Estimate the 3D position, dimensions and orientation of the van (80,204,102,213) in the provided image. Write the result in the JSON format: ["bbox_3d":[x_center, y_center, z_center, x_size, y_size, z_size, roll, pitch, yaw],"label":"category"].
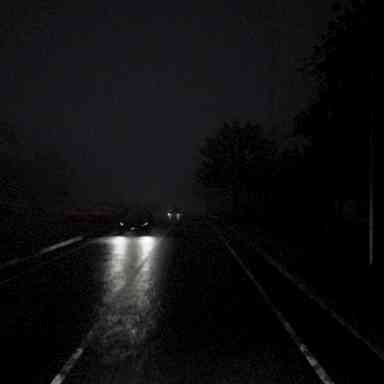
[{"bbox_3d":[-23.431,3.849,77.006,4.442,1.987,1.878,0,-3,0],"label":"van"}]

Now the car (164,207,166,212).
[{"bbox_3d":[-10.031,4.731,88.044,5.366,1.575,1.946,0,-3,0],"label":"car"}]

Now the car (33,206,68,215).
[{"bbox_3d":[-23.343,3.014,55.002,5.008,1.535,2.097,0,-2,0],"label":"car"}]

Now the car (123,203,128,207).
[{"bbox_3d":[-10.300,2.293,38.158,5.008,1.535,2.097,0,-2,0],"label":"car"}]

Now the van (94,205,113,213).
[{"bbox_3d":[-23.413,4.508,88.067,4.442,1.987,1.878,0,-3,0],"label":"van"}]

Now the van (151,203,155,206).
[{"bbox_3d":[-10.134,3.262,65.899,4.442,1.987,1.878,0,-2,0],"label":"van"}]

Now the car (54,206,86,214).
[{"bbox_3d":[-23.150,3.372,63.306,5.366,1.575,1.946,0,-2,0],"label":"car"}]

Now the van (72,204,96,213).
[{"bbox_3d":[-23.206,3.519,71.467,4.442,1.987,1.878,0,-3,0],"label":"van"}]

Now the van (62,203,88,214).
[{"bbox_3d":[-23.214,3.270,66.081,4.442,1.987,1.878,0,-2,0],"label":"van"}]

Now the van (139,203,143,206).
[{"bbox_3d":[-10.389,2.660,52.032,4.442,1.987,1.878,0,-2,0],"label":"van"}]

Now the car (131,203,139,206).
[{"bbox_3d":[-10.257,2.273,43.712,5.566,2.045,2.435,0,-2,0],"label":"car"}]

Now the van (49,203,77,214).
[{"bbox_3d":[-23.456,3.029,60.547,4.442,1.987,1.878,0,-2,0],"label":"van"}]

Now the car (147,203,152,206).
[{"bbox_3d":[-10.230,3.276,60.340,4.792,1.488,2.163,0,-3,0],"label":"car"}]

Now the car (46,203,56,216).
[{"bbox_3d":[-23.325,2.648,49.472,4.553,1.767,2.185,0,-3,0],"label":"car"}]

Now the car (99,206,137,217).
[{"bbox_3d":[-10.311,2.674,46.474,4.792,1.488,2.163,0,-2,0],"label":"car"}]

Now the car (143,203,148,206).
[{"bbox_3d":[-10.274,3.006,54.796,5.008,1.535,2.097,0,-2,0],"label":"car"}]

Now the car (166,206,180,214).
[{"bbox_3d":[-3.225,3.334,61.370,1.837,1.490,4.892,0,-3,1],"label":"car"}]

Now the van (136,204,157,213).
[{"bbox_3d":[-10.122,3.683,74.201,4.442,1.987,1.878,0,-3,0],"label":"van"}]

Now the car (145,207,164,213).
[{"bbox_3d":[-10.206,4.900,90.815,4.892,1.521,2.231,0,-3,0],"label":"car"}]

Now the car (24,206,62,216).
[{"bbox_3d":[-23.347,2.888,52.109,5.008,1.535,2.097,0,-2,0],"label":"car"}]

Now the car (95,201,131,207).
[{"bbox_3d":[-10.321,2.280,40.938,4.553,1.767,2.185,0,-2,0],"label":"car"}]

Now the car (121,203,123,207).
[{"bbox_3d":[-10.304,2.189,35.388,4.892,1.521,2.231,0,-2,0],"label":"car"}]

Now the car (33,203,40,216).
[{"bbox_3d":[-23.358,2.534,43.931,4.892,1.521,2.231,0,-2,0],"label":"car"}]

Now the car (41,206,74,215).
[{"bbox_3d":[-23.338,3.136,57.770,4.892,1.521,2.231,0,-2,0],"label":"car"}]

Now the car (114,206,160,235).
[{"bbox_3d":[-3.328,1.837,21.029,1.812,1.442,4.674,0,-1,0],"label":"car"}]

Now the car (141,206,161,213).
[{"bbox_3d":[-10.194,4.278,82.509,4.553,1.767,2.185,0,-3,0],"label":"car"}]

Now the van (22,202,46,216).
[{"bbox_3d":[-23.477,2.428,46.709,4.442,1.987,1.878,0,-2,0],"label":"van"}]

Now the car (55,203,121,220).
[{"bbox_3d":[-10.117,2.088,32.620,5.366,1.575,1.946,0,-2,0],"label":"car"}]

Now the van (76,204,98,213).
[{"bbox_3d":[-23.434,3.692,74.366,4.442,1.987,1.878,0,-3,0],"label":"van"}]

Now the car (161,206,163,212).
[{"bbox_3d":[-10.224,4.238,79.730,5.008,1.535,2.097,0,-3,0],"label":"car"}]

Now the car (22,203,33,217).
[{"bbox_3d":[-23.184,2.412,41.166,5.366,1.575,1.946,0,-2,0],"label":"car"}]

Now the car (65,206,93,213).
[{"bbox_3d":[-23.332,3.615,68.839,5.008,1.535,2.097,0,-2,0],"label":"car"}]

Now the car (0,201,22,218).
[{"bbox_3d":[-23.401,2.049,38.410,5.566,2.045,2.435,0,-2,0],"label":"car"}]
